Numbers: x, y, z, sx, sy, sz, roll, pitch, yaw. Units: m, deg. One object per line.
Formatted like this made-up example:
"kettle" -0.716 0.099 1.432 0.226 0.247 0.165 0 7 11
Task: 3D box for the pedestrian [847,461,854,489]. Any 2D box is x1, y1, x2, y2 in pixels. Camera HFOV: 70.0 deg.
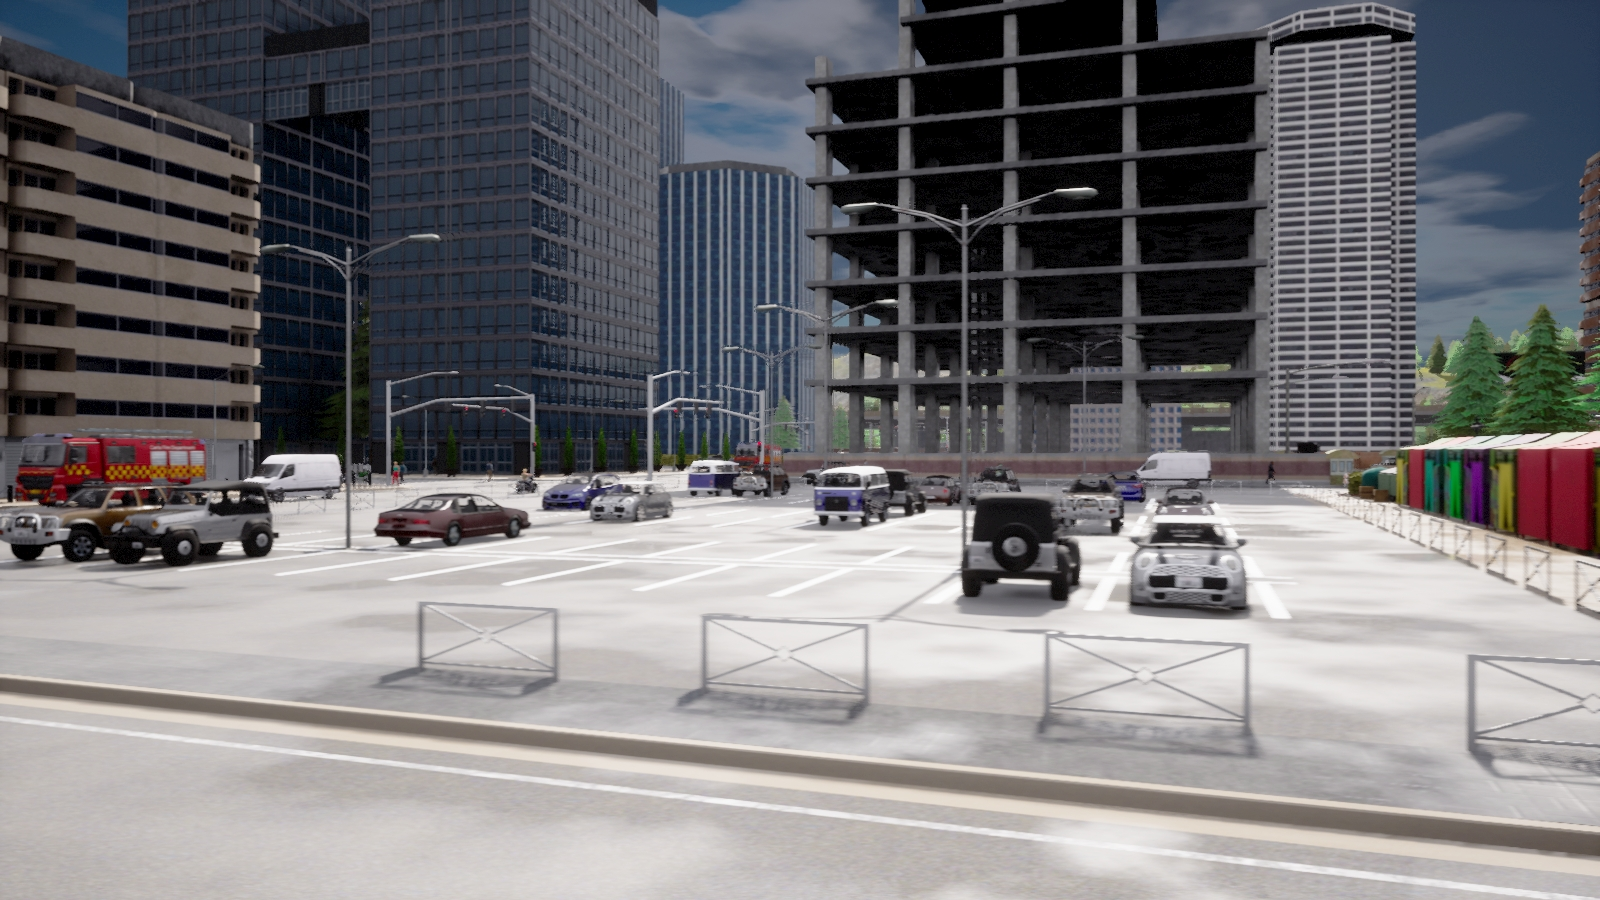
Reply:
"pedestrian" 3.287 1.643 74.667 0.375 1.860 0.375 0 0 16

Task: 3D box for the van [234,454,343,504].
"van" -27.978 1.533 62.805 1.988 2.561 5.915 0 0 18

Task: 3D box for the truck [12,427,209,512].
"truck" -33.765 0.889 56.465 2.891 3.827 8.468 0 0 18

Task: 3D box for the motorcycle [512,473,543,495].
"motorcycle" -17.323 2.154 72.694 0.764 1.307 2.356 0 0 18

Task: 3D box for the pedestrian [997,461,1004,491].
"pedestrian" 12.514 1.641 71.275 0.375 1.860 0.375 0 0 14
